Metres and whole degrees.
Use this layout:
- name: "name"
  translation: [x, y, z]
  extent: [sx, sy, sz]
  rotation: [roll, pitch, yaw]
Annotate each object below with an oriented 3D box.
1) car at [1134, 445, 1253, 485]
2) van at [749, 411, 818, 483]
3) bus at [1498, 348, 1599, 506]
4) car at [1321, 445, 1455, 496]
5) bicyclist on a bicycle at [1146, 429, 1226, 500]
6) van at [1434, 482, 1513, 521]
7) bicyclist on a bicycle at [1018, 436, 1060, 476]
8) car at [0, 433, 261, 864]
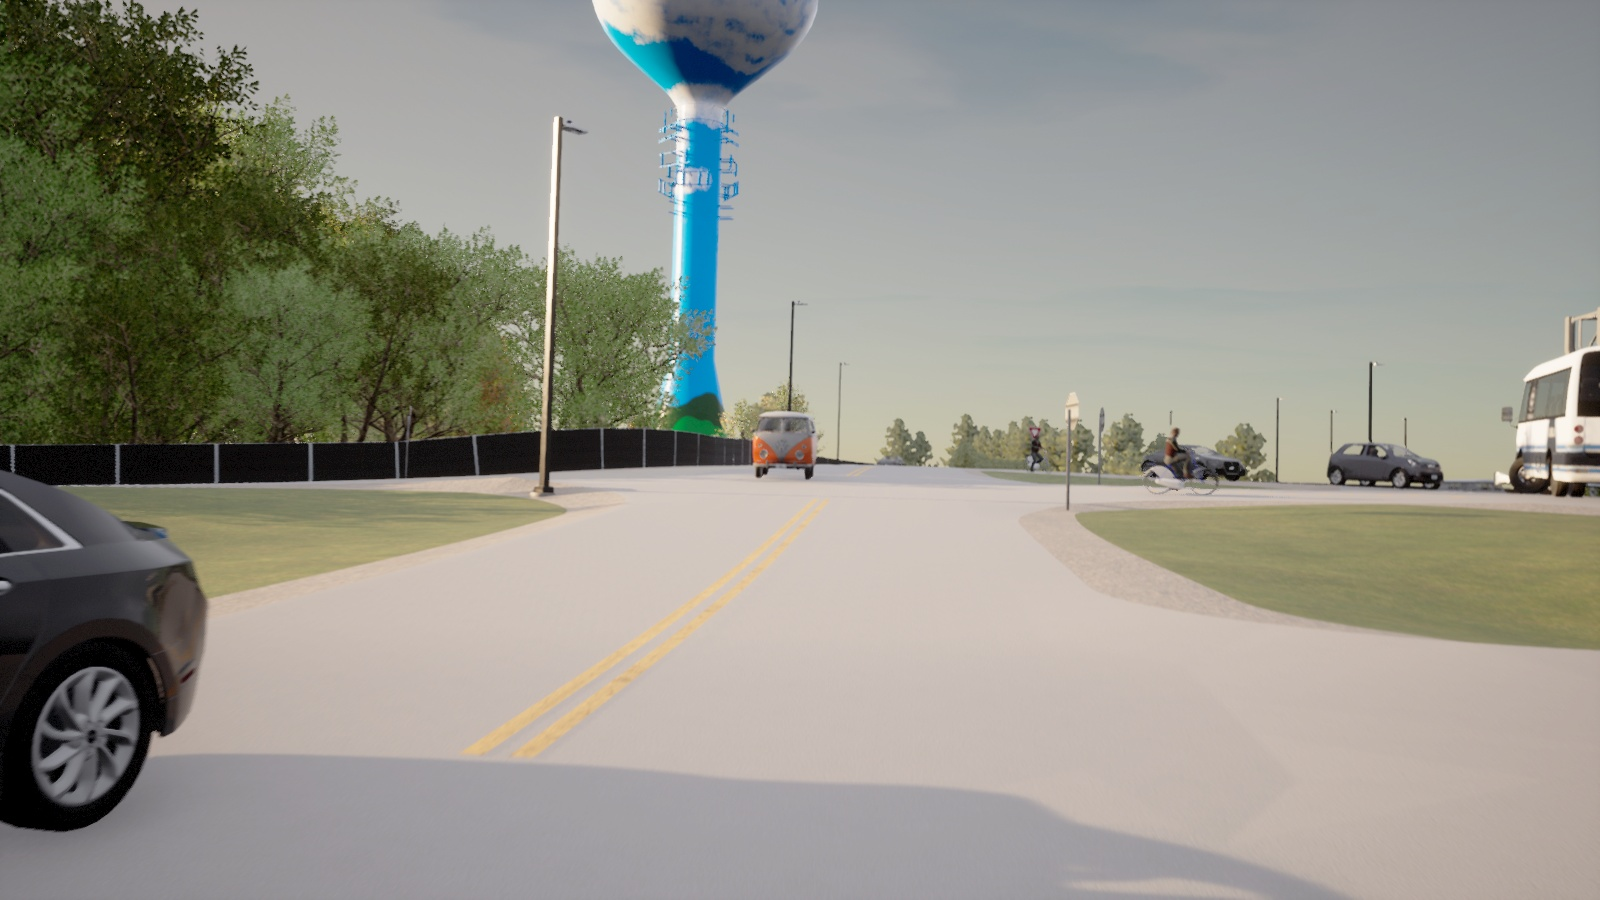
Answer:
- name: "car"
  translation: [15.347, 0.578, 49.208]
  extent: [1.994, 1.385, 4.181]
  rotation: [3, -1, -29]
- name: "van"
  translation: [-0.440, -0.122, 38.053]
  extent: [1.775, 1.987, 4.442]
  rotation: [2, 1, 2]
- name: "bus"
  translation: [24.191, -0.578, 38.188]
  extent: [3.944, 4.253, 10.273]
  rotation: [2, 0, 23]
- name: "car"
  translation: [19.350, 0.647, 41.462]
  extent: [1.845, 1.501, 3.633]
  rotation: [3, 0, -25]
- name: "bicyclist on a bicycle"
  translation: [9.942, 0.371, 32.375]
  extent: [1.843, 1.776, 0.659]
  rotation: [1, 0, 9]
- name: "van"
  translation: [36.517, 2.759, 68.194]
  extent: [1.775, 1.987, 4.442]
  rotation: [2, -1, -1]
- name: "bicyclist on a bicycle"
  translation: [10.820, 0.252, 56.847]
  extent: [0.659, 1.776, 1.843]
  rotation: [3, -1, -37]
- name: "car"
  translation: [-3.916, 0.671, 3.527]
  extent: [1.837, 1.490, 4.892]
  rotation: [2, 0, 13]
